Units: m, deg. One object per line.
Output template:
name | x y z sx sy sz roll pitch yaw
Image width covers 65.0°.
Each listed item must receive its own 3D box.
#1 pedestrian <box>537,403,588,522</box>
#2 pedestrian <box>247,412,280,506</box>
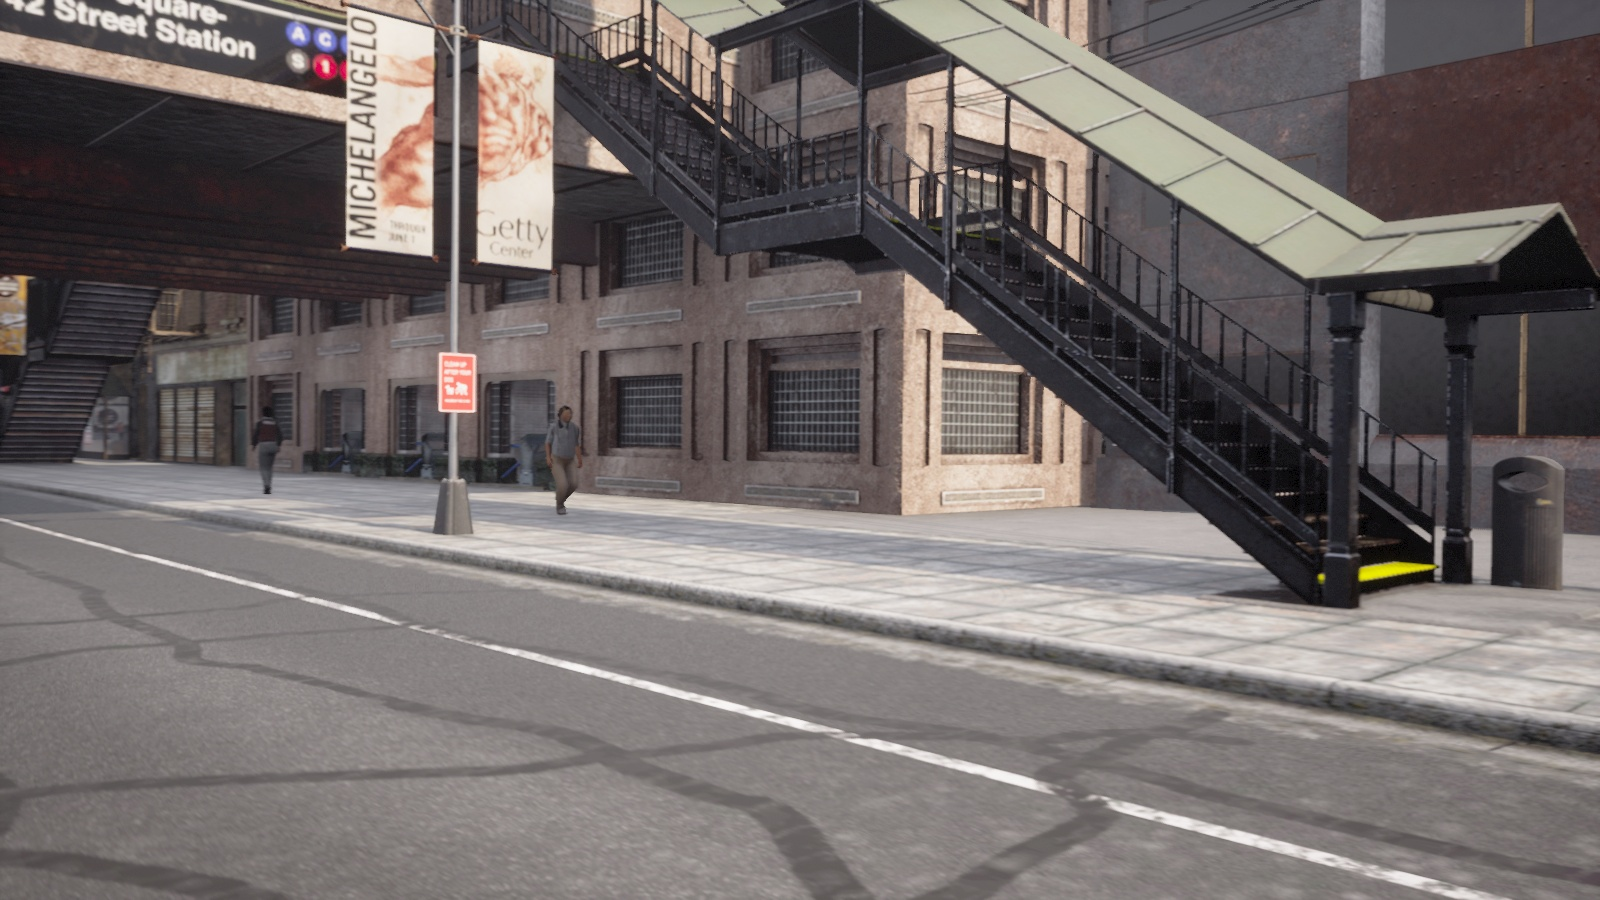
pedestrian | -3.779 0.192 19.990 0.540 1.848 0.694 -1 1 -36
pedestrian | -11.101 0.179 25.988 0.402 1.930 0.666 -1 1 -43
